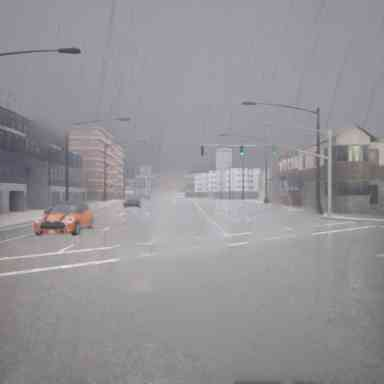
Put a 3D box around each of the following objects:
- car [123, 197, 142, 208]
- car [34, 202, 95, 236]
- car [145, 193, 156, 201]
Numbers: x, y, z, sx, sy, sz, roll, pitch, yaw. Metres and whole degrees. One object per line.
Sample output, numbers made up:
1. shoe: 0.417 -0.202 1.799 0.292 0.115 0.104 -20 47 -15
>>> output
1. car: -7.868 1.402 44.390 1.994 1.385 4.181 0 1 -2
2. car: -7.012 1.392 18.702 2.097 1.767 4.553 0 0 -2
3. car: -8.748 1.056 70.797 1.837 1.490 4.892 0 0 -2
